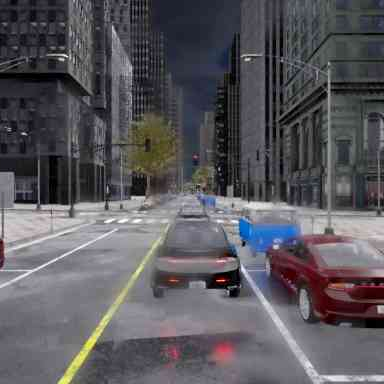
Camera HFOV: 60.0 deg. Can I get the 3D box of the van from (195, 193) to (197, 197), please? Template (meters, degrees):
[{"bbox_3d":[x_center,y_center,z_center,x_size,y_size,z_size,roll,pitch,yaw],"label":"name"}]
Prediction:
[{"bbox_3d":[2.569,1.422,93.807,1.690,1.788,3.998,0,0,0],"label":"van"}]

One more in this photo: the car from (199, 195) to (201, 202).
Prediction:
[{"bbox_3d":[2.648,1.596,55.914,1.947,1.339,4.313,0,0,0],"label":"car"}]

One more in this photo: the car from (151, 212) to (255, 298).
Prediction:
[{"bbox_3d":[0.083,1.493,8.527,2.128,1.511,4.902,0,0,0],"label":"car"}]

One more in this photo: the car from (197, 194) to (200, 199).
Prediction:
[{"bbox_3d":[2.614,1.600,72.153,2.008,1.369,4.403,0,0,0],"label":"car"}]

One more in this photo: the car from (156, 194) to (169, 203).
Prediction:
[{"bbox_3d":[-5.887,1.350,60.954,2.192,1.841,5.009,0,0,0],"label":"car"}]

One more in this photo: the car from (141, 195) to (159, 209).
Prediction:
[{"bbox_3d":[-5.860,1.546,44.915,1.752,1.417,4.829,0,0,0],"label":"car"}]

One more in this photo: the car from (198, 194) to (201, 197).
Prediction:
[{"bbox_3d":[2.625,1.624,66.741,1.802,1.307,4.206,0,0,0],"label":"car"}]

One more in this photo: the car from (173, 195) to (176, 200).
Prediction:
[{"bbox_3d":[-5.943,1.637,87.398,1.947,1.339,4.313,0,0,0],"label":"car"}]

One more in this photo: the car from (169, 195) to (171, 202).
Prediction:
[{"bbox_3d":[-5.899,1.592,66.243,2.008,1.369,4.403,0,0,0],"label":"car"}]

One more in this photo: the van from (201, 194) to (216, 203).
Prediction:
[{"bbox_3d":[2.660,1.366,50.501,1.690,1.788,3.998,0,0,0],"label":"van"}]

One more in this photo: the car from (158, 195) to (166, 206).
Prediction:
[{"bbox_3d":[-5.876,1.574,55.665,1.887,1.381,4.507,0,0,0],"label":"car"}]

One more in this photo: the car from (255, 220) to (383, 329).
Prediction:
[{"bbox_3d":[2.764,1.545,6.991,1.887,1.381,4.507,0,0,0],"label":"car"}]

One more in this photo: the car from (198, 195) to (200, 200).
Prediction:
[{"bbox_3d":[2.637,1.580,61.327,1.887,1.381,4.507,0,0,0],"label":"car"}]

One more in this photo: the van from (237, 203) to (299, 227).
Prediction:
[{"bbox_3d":[2.754,1.343,12.516,1.690,1.788,3.998,0,0,0],"label":"van"}]

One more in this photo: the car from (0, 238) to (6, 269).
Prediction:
[{"bbox_3d":[-5.791,1.545,6.992,1.887,1.381,4.507,0,0,0],"label":"car"}]

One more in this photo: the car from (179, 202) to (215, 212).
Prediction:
[{"bbox_3d":[0.048,1.495,17.913,2.128,1.511,4.902,0,0,1],"label":"car"}]

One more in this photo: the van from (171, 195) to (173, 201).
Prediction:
[{"bbox_3d":[-5.920,1.397,76.821,1.690,1.788,3.998,0,0,0],"label":"van"}]
